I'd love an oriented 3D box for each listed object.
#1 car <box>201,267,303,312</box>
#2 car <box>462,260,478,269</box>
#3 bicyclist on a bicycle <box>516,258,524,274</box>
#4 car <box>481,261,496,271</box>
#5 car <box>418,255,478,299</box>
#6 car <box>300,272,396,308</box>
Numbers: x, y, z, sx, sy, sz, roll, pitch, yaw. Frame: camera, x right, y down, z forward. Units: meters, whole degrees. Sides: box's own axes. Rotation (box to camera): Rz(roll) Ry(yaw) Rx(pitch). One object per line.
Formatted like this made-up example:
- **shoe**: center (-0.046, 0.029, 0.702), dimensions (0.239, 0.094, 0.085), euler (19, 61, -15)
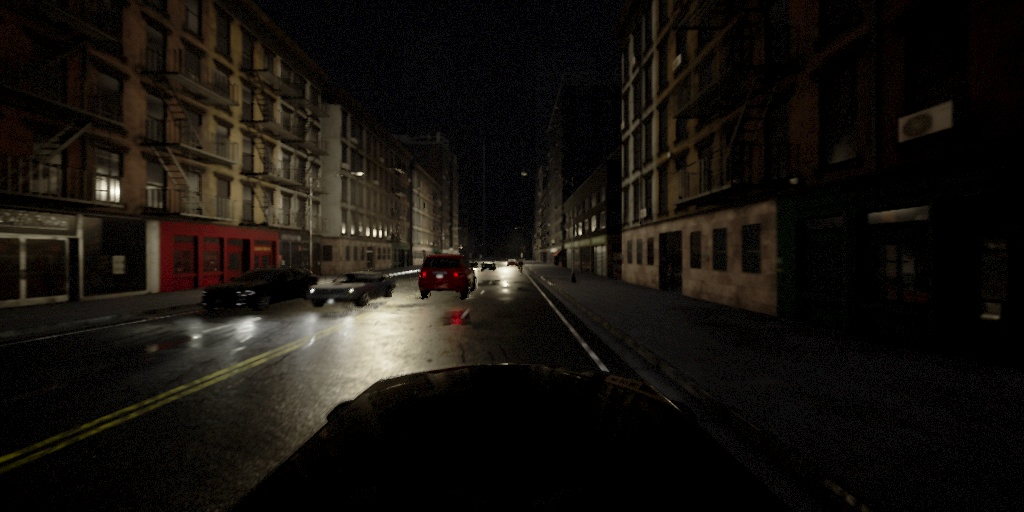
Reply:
- **car**: center (-9.847, 1.227, 14.502), dimensions (1.882, 1.535, 5.008), euler (0, 0, 0)
- **car**: center (-6.551, 1.316, 56.426), dimensions (1.994, 1.385, 4.181), euler (0, 0, 0)
- **bicyclist on a bicycle**: center (0.899, 1.120, 36.807), dimensions (0.659, 1.776, 1.843), euler (0, 0, 0)
- **car**: center (-3.142, 1.352, 49.330), dimensions (1.895, 1.301, 4.718), euler (0, 0, 0)
- **car**: center (-3.147, 0.970, 18.274), dimensions (2.150, 2.045, 5.566), euler (0, 0, 0)
- **car**: center (-6.598, 1.350, 15.281), dimensions (1.895, 1.301, 4.718), euler (0, 0, 0)
